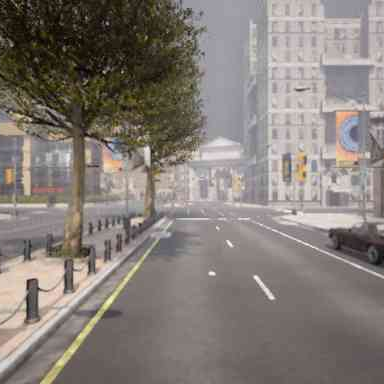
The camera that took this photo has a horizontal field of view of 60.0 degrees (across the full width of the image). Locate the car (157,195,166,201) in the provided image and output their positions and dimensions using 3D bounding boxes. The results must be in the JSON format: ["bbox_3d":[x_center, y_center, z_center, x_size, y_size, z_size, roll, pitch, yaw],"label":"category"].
[{"bbox_3d":[-7.965,1.789,87.645,2.150,2.045,5.566,0,-1,0],"label":"car"}]

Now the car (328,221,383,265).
[{"bbox_3d":[6.754,1.716,12.162,1.895,1.301,4.718,0,-1,0],"label":"car"}]
